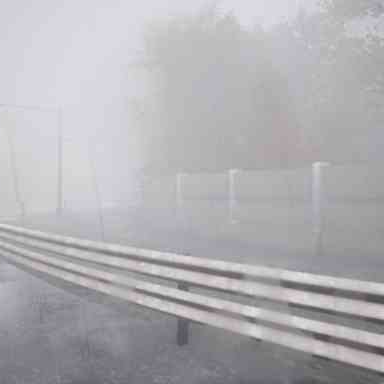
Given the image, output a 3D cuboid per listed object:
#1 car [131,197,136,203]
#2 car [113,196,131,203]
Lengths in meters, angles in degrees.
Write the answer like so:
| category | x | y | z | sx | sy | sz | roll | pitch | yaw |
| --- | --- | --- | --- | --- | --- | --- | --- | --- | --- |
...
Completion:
| category | x | y | z | sx | sy | sz | roll | pitch | yaw |
| --- | --- | --- | --- | --- | --- | --- | --- | --- | --- |
| car | -14.912 | 1.977 | 82.360 | 2.128 | 1.511 | 4.902 | 0 | 0 | 4 |
| car | -15.630 | 1.579 | 72.841 | 2.097 | 1.767 | 4.553 | 0 | 0 | 4 |
